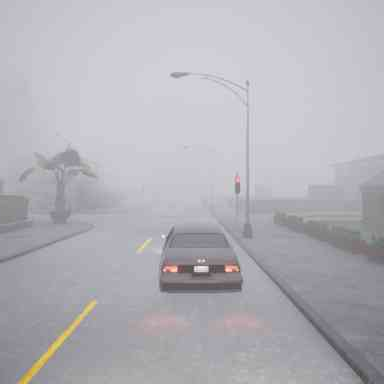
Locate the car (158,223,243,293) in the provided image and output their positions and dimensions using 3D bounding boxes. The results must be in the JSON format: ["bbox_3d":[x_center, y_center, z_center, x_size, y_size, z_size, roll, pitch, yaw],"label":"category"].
[{"bbox_3d":[0.114,1.547,8.989,2.033,1.411,5.357,0,0,-2],"label":"car"}]

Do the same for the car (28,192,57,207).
[{"bbox_3d":[-19.758,0.985,43.904,1.905,1.878,3.866,0,0,35],"label":"car"}]
